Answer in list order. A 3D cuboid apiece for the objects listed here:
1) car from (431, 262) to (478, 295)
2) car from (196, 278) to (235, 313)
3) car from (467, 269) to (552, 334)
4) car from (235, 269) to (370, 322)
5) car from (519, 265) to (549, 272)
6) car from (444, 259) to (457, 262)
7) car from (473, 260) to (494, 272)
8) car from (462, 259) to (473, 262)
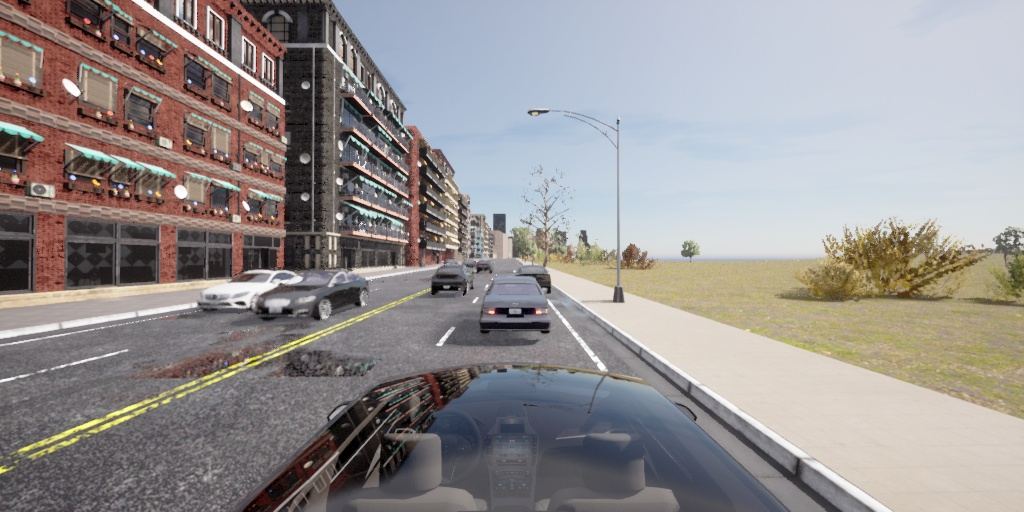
[{"bbox_3d":[-3.178,1.255,19.828,1.837,1.490,4.892,0,0,0],"label":"car"},{"bbox_3d":[-9.856,1.276,14.201,1.812,1.442,4.674,0,0,0],"label":"car"},{"bbox_3d":[0.089,1.298,10.634,2.033,1.411,5.357,0,0,0],"label":"car"},{"bbox_3d":[-6.618,1.242,12.478,2.128,1.511,4.902,0,0,0],"label":"car"},{"bbox_3d":[1.109,1.228,20.398,1.882,1.535,5.008,0,0,0],"label":"car"},{"bbox_3d":[-9.918,1.235,57.826,2.128,1.511,4.902,0,0,0],"label":"car"},{"bbox_3d":[-3.211,1.250,42.772,1.837,1.490,4.892,0,0,0],"label":"car"},{"bbox_3d":[-6.670,1.222,55.312,1.882,1.535,5.008,0,0,0],"label":"car"}]
